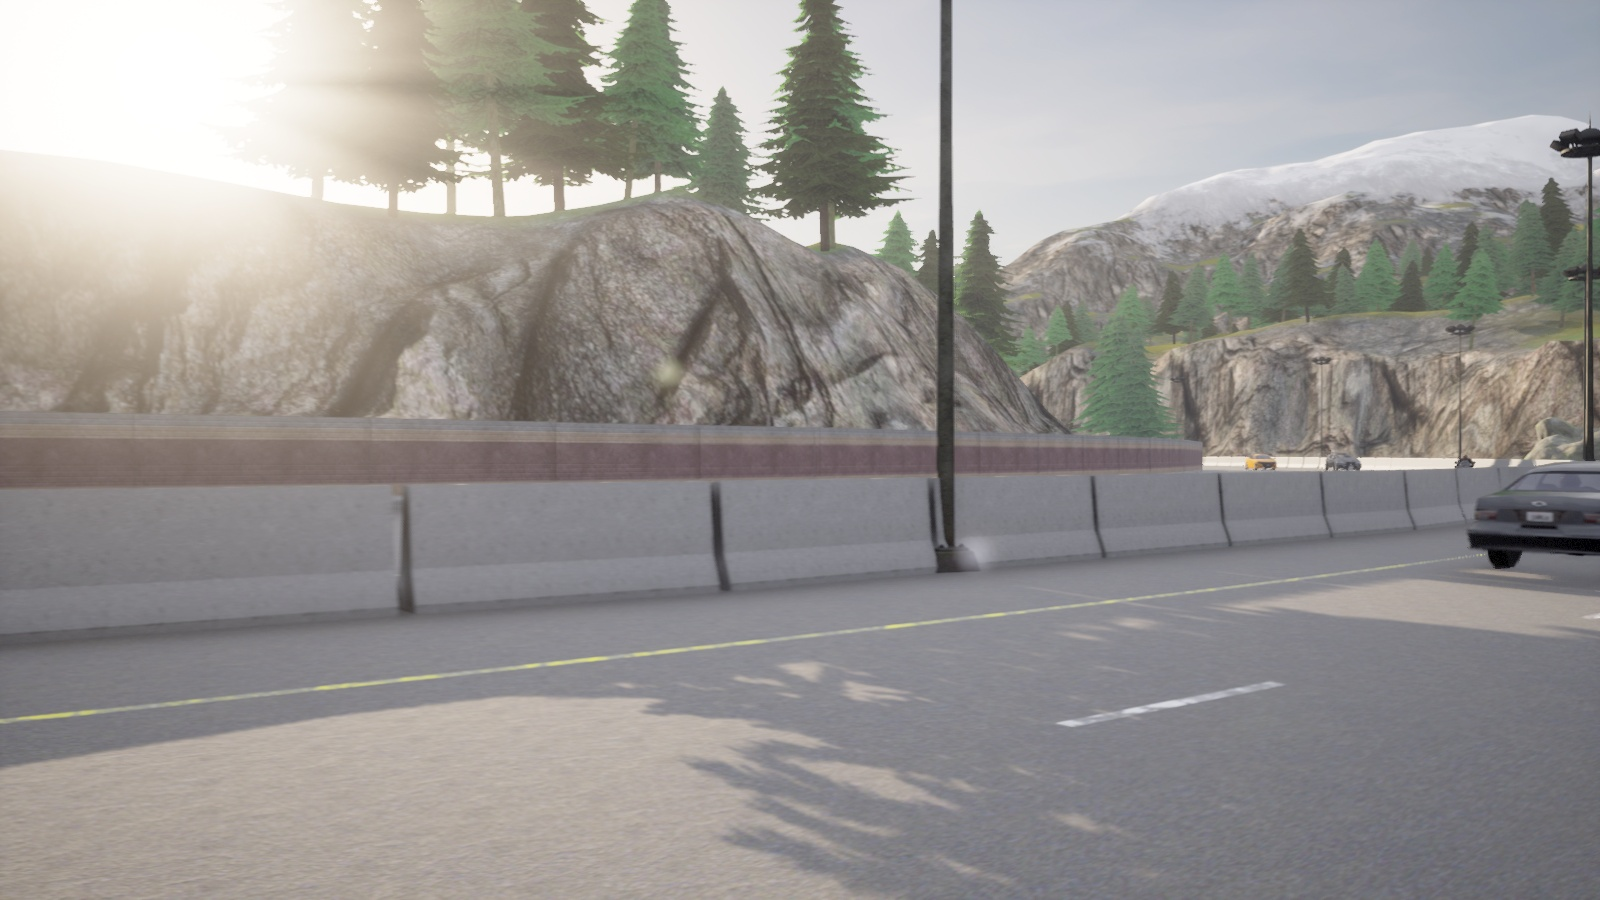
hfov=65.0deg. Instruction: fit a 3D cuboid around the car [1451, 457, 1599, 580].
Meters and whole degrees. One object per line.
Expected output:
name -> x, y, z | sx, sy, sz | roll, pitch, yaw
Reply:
car -> 10.909, 0.813, 16.981 | 5.357, 1.411, 2.033 | 0, 0, -43
